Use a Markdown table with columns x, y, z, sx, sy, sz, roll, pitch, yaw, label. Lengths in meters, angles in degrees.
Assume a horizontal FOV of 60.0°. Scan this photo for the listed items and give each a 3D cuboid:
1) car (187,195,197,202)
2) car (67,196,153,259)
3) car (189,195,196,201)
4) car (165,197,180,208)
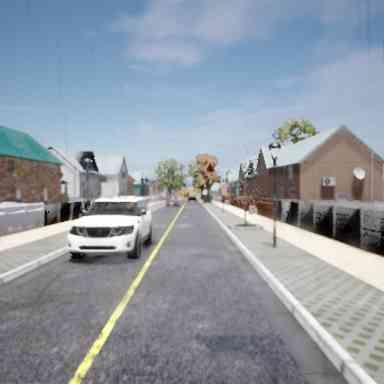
| x | y | z | sx | sy | sz | roll | pitch | yaw | label |
| --- | --- | --- | --- | --- | --- | --- | --- | --- | --- |
| 0.027 | 1.514 | 73.879 | 1.837 | 1.490 | 4.892 | 0 | 0 | 0 | car |
| -2.818 | 1.196 | 12.775 | 2.150 | 2.045 | 5.566 | 0 | 0 | 1 | car |
| 0.033 | 1.714 | 92.456 | 1.882 | 1.535 | 5.008 | 0 | -1 | 0 | car |
| -2.802 | 1.505 | 48.375 | 2.128 | 1.511 | 4.902 | 0 | 0 | 0 | car |
